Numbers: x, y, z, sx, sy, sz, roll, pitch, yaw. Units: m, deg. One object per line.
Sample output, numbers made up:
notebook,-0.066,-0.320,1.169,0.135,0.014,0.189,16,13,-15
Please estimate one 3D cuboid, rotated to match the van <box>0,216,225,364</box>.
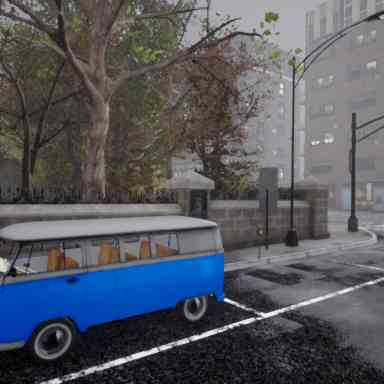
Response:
van,-1.302,1.342,5.563,3.998,1.788,1.690,0,1,-35
